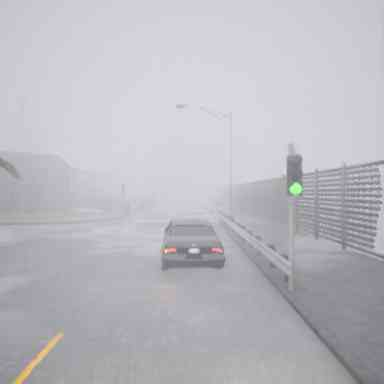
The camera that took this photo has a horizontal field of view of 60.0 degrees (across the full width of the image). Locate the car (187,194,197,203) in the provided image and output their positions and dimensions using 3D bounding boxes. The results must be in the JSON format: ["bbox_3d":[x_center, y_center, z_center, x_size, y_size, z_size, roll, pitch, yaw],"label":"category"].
[{"bbox_3d":[-0.044,1.362,76.138,2.150,2.045,5.566,0,0,0],"label":"car"}]

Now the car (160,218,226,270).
[{"bbox_3d":[-0.086,1.568,11.109,2.033,1.411,5.357,0,0,-3],"label":"car"}]
